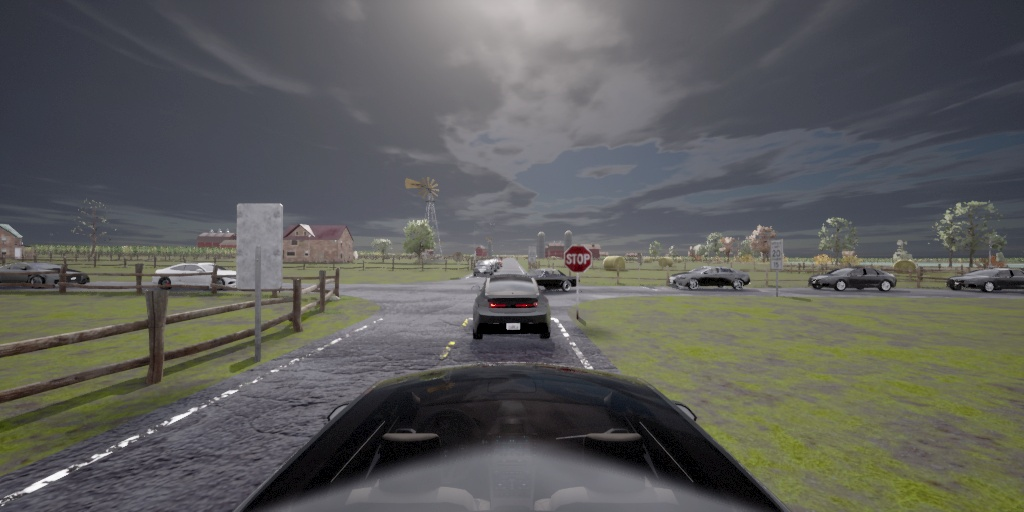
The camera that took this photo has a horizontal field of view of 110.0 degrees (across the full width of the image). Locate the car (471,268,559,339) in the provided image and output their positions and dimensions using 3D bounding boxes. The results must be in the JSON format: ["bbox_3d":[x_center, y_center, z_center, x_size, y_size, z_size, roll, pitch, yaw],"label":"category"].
[{"bbox_3d":[-0.075,1.256,10.062,1.837,1.490,4.892,0,0,-2],"label":"car"}]

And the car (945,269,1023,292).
[{"bbox_3d":[31.701,1.586,23.630,4.892,1.490,1.837,1,-1,-1],"label":"car"}]

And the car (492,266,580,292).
[{"bbox_3d":[1.499,1.369,20.108,4.718,1.301,1.895,1,0,-35],"label":"car"}]

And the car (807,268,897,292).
[{"bbox_3d":[22.199,1.499,23.508,4.892,1.490,1.837,1,-1,-1],"label":"car"}]

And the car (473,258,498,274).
[{"bbox_3d":[-2.860,1.243,36.748,2.128,1.511,4.902,0,0,0],"label":"car"}]

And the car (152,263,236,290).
[{"bbox_3d":[-17.244,1.104,20.018,4.674,1.442,1.812,1,-1,-1],"label":"car"}]

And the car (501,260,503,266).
[{"bbox_3d":[-2.823,1.240,55.736,2.128,1.511,4.902,0,0,0],"label":"car"}]

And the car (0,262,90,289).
[{"bbox_3d":[-26.364,1.048,19.895,4.181,1.385,1.994,1,-1,-1],"label":"car"}]

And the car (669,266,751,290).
[{"bbox_3d":[12.797,1.396,23.337,4.902,1.511,2.128,1,-1,-2],"label":"car"}]

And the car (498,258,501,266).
[{"bbox_3d":[-2.854,1.241,46.194,2.128,1.511,4.902,0,0,0],"label":"car"}]
